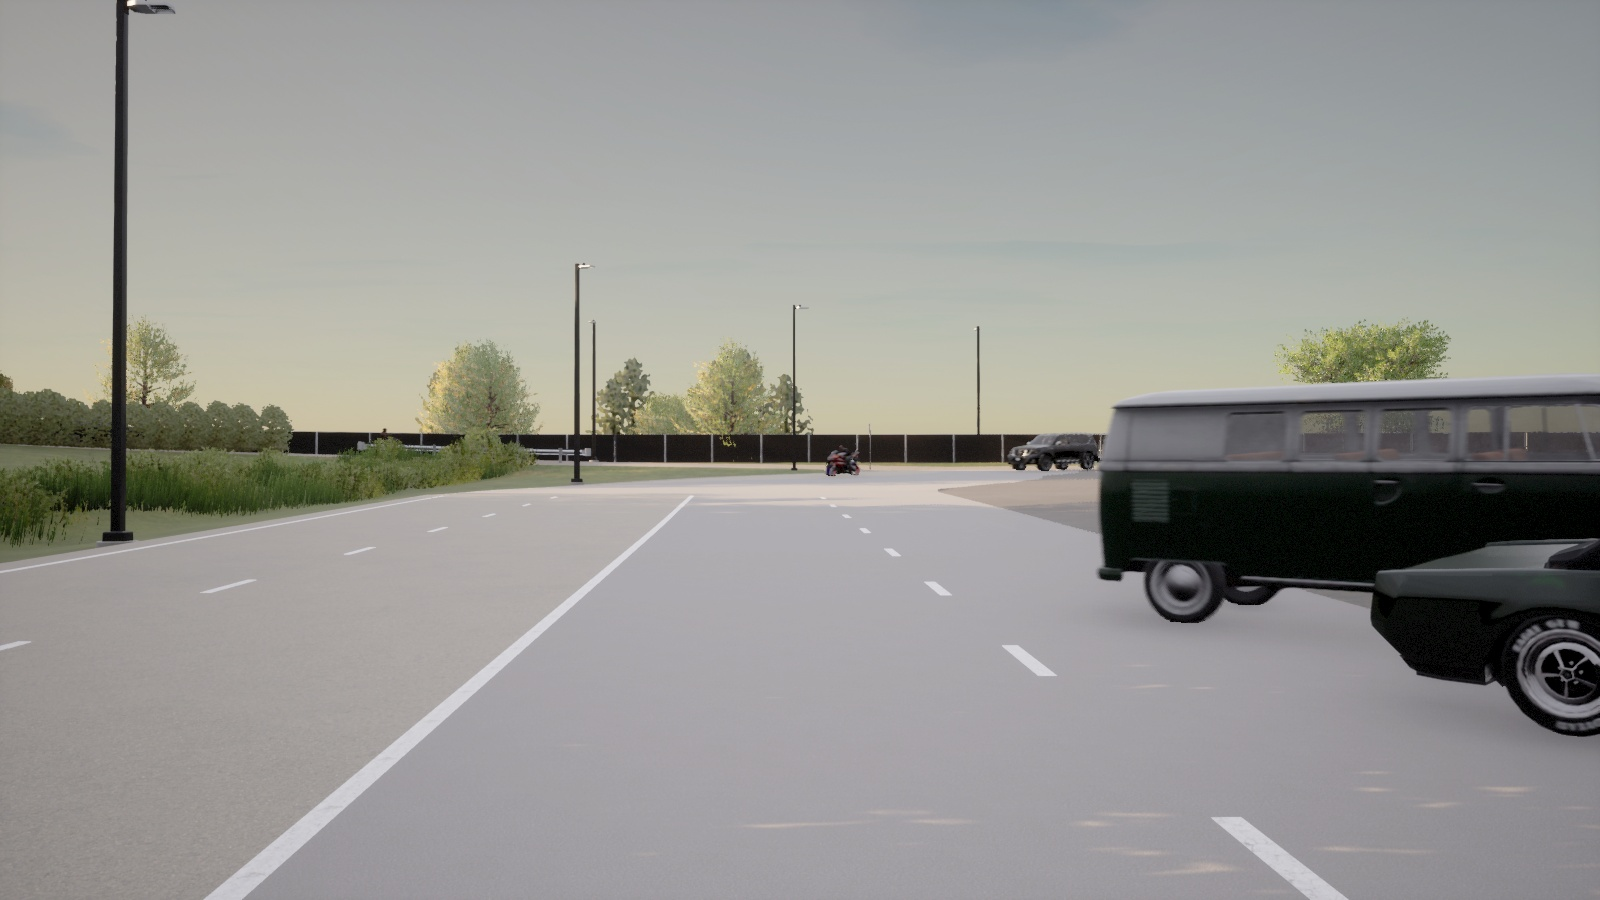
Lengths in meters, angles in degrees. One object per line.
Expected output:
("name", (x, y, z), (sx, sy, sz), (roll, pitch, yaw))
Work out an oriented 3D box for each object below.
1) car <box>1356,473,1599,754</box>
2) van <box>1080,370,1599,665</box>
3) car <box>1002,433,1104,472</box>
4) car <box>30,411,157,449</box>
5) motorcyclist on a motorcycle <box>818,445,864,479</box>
("car", (5.464, 0.804, 6.014), (1.895, 1.301, 4.718), (-4, 1, -42))
("van", (4.715, 0.437, 10.127), (4.442, 1.987, 1.775), (0, 2, 39))
("car", (13.763, 0.119, 68.123), (5.566, 2.045, 2.150), (-1, 0, -35))
("car", (-33.826, -0.922, 60.281), (1.882, 1.535, 5.008), (0, -2, 29))
("motorcyclist on a motorcycle", (1.948, 0.547, 59.222), (2.191, 1.530, 0.866), (-1, 1, -44))
